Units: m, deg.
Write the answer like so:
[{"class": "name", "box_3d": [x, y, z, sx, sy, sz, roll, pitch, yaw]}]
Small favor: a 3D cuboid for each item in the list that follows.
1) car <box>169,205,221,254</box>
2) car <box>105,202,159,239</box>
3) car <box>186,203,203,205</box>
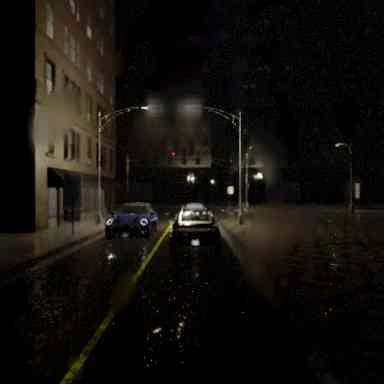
[{"class": "car", "box_3d": [0.136, 1.491, 13.512, 2.128, 1.511, 4.902, 0, 0, 1]}, {"class": "car", "box_3d": [-2.963, 1.352, 17.105, 2.097, 1.767, 4.553, 0, 0, 0]}, {"class": "car", "box_3d": [0.192, 1.549, 26.401, 2.033, 1.411, 5.357, 0, 0, -1]}]
